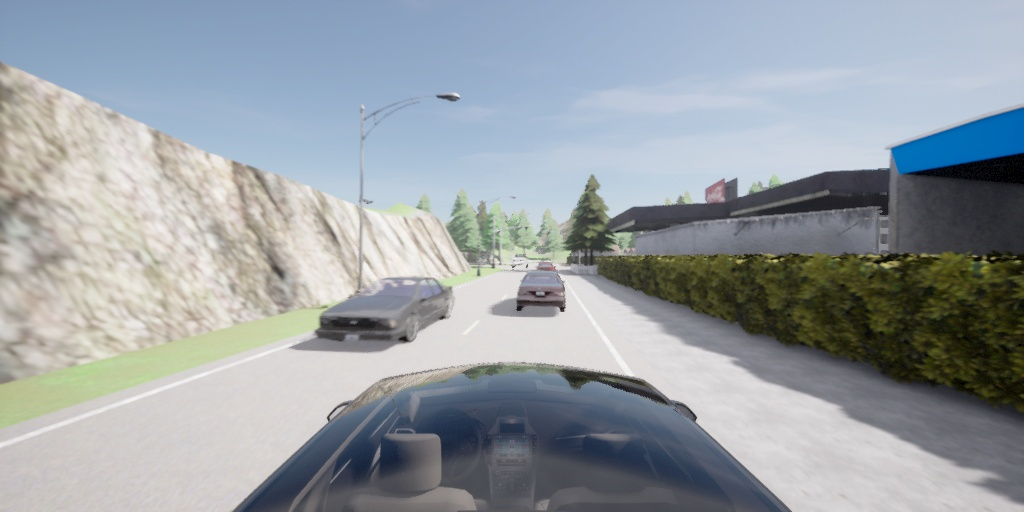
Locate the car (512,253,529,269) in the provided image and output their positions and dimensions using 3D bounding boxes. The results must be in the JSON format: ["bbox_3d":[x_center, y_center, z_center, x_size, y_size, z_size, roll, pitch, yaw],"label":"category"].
[{"bbox_3d":[1.241,0.636,50.649,2.150,2.045,5.566,1,0,6],"label":"car"}]

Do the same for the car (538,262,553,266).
[{"bbox_3d":[3.052,1.303,32.873,1.812,1.442,4.674,1,0,6],"label":"car"}]

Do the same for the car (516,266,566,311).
[{"bbox_3d":[1.205,1.308,14.586,2.033,1.411,5.357,1,0,6],"label":"car"}]

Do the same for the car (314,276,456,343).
[{"bbox_3d":[-2.982,1.266,9.905,2.033,1.411,5.357,1,0,6],"label":"car"}]
